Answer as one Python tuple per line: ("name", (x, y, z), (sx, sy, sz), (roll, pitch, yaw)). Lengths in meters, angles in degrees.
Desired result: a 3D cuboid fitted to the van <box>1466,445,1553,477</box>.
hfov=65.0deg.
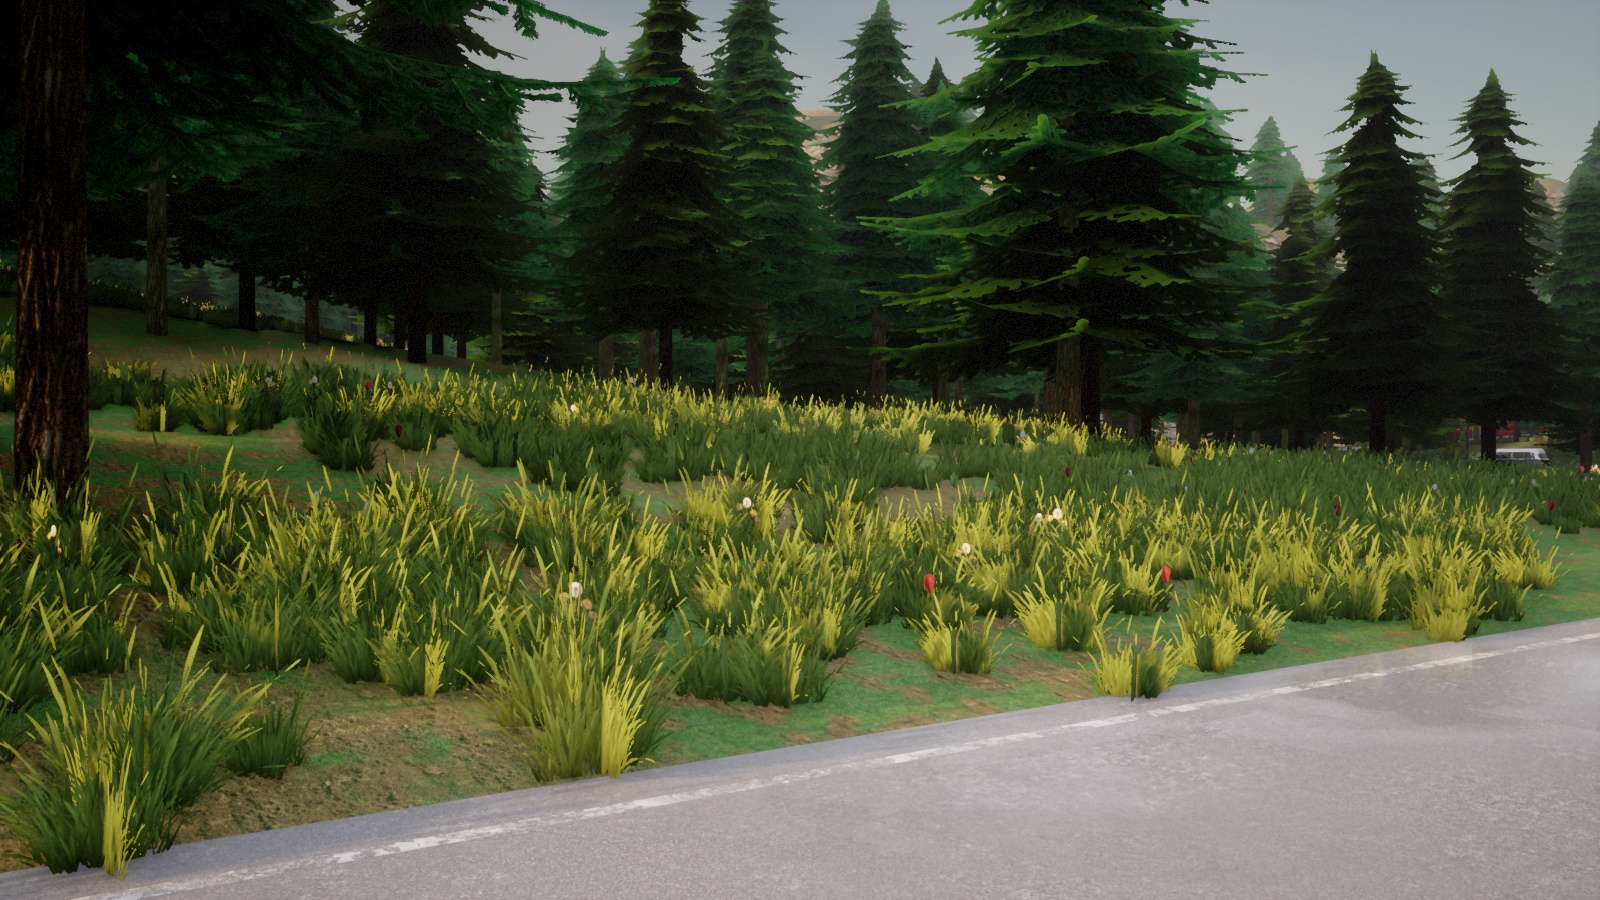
("van", (46.413, 0.710, 82.189), (2.069, 2.038, 4.480), (0, 0, -35))
